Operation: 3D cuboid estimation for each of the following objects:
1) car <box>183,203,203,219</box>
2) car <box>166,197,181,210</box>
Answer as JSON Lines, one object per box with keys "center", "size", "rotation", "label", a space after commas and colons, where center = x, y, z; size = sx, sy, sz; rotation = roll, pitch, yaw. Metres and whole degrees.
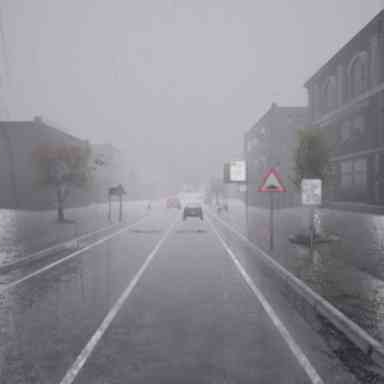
{"center": [0.102, 1.901, 33.736], "size": [1.882, 1.535, 5.008], "rotation": [0, -1, 0], "label": "car"}
{"center": [-3.041, 1.909, 55.672], "size": [2.150, 2.045, 5.566], "rotation": [0, 0, 1], "label": "car"}
